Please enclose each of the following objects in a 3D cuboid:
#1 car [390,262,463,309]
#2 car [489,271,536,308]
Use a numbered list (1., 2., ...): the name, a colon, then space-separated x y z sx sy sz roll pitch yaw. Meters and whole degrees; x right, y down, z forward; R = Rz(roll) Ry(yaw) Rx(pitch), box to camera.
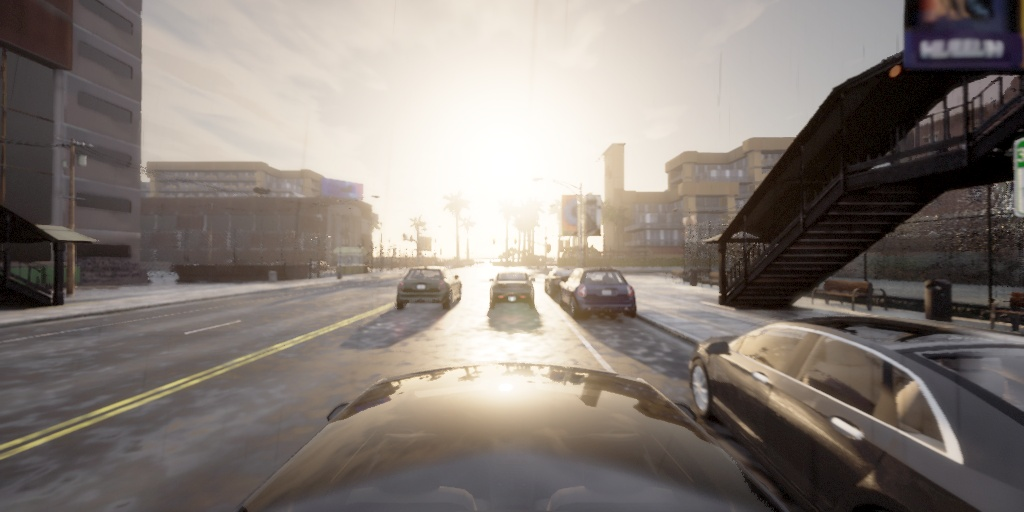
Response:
1. car: -3.491 1.239 15.923 2.097 1.767 4.553 0 -1 0
2. car: 0.011 1.398 16.148 1.837 1.490 4.892 0 0 0
